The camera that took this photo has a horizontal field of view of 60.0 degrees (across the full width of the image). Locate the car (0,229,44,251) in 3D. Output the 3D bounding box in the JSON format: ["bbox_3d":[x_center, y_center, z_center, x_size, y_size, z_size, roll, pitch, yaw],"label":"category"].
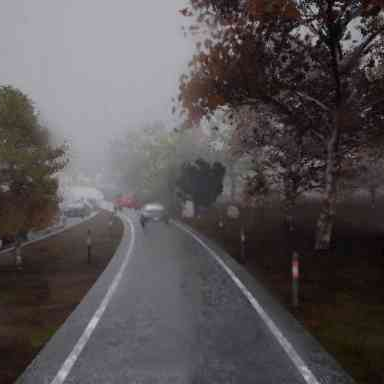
[{"bbox_3d":[-8.989,1.738,15.308,2.097,1.535,5.008,0,-1,-3],"label":"car"}]

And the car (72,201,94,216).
[{"bbox_3d":[-12.332,1.791,37.947,2.002,1.452,4.674,1,0,-14],"label":"car"}]

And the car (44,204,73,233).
[{"bbox_3d":[-9.542,1.782,21.517,2.002,1.452,4.674,0,0,-6],"label":"car"}]

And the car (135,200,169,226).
[{"bbox_3d":[-2.698,1.485,22.904,1.812,1.442,4.674,-1,0,-12],"label":"car"}]

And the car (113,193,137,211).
[{"bbox_3d":[-8.068,1.136,40.166,2.150,2.045,5.566,-1,1,-22],"label":"car"}]

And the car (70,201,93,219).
[{"bbox_3d":[-10.993,1.728,31.951,2.097,1.535,5.008,-1,0,-8],"label":"car"}]
